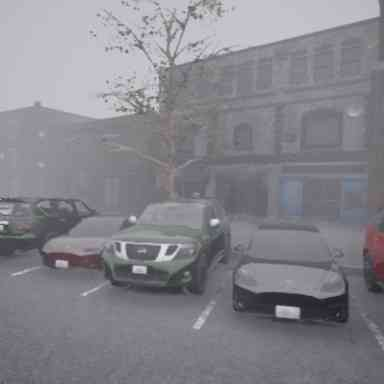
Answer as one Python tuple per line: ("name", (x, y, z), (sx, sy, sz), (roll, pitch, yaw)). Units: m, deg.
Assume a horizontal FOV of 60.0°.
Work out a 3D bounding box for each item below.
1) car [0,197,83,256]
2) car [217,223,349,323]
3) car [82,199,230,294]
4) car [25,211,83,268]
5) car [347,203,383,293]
("car", (-5.196, 1.225, 12.812), (2.435, 2.045, 5.566), (0, -1, 15))
("car", (2.145, 1.510, 7.528), (2.163, 1.488, 4.792), (1, -1, 15))
("car", (-0.300, 1.228, 9.273), (2.435, 2.045, 5.566), (1, -1, 15))
("car", (-2.755, 1.507, 11.011), (2.163, 1.488, 4.792), (1, -1, 15))
("car", (4.601, 1.231, 5.787), (2.435, 2.045, 5.566), (1, -1, 15))
